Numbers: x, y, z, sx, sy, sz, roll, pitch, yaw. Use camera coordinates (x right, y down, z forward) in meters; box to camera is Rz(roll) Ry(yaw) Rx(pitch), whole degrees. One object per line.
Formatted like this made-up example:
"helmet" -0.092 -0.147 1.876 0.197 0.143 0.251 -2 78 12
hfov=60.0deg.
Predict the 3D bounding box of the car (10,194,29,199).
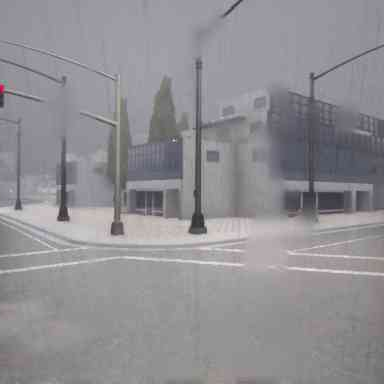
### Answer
"car" -44.368 1.399 84.009 4.674 1.442 1.812 0 0 0
